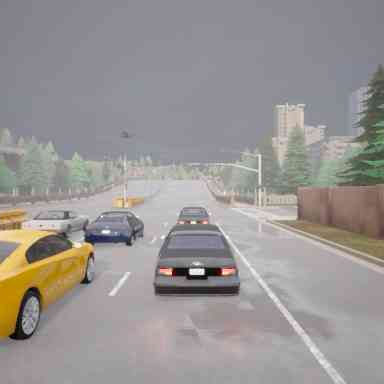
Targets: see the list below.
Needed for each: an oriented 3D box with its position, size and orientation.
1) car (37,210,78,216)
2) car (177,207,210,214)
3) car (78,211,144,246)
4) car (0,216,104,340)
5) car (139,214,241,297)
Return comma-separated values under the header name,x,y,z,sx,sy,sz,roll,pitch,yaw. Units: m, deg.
name,x,y,z,sx,sy,sz,roll,pitch,yaw
car,-6.924,1.601,17.537,1.895,1.301,4.718,0,0,0
car,0.098,1.547,18.831,2.033,1.411,5.357,0,0,1
car,-3.426,1.564,15.310,1.994,1.385,4.181,0,0,0
car,-3.409,1.478,6.553,1.882,1.535,5.008,0,0,0
car,0.088,1.547,8.764,2.033,1.411,5.357,0,0,0
